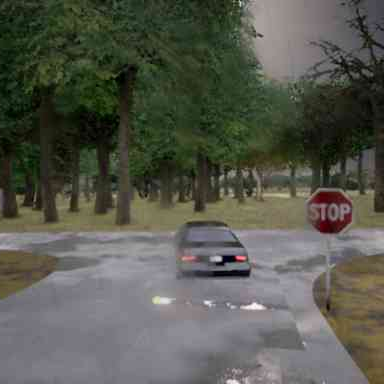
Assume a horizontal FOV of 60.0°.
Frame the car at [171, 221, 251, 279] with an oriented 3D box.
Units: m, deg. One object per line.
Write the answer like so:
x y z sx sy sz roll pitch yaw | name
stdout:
0.370 1.600 10.151 2.033 1.411 5.357 0 0 -4 | car
